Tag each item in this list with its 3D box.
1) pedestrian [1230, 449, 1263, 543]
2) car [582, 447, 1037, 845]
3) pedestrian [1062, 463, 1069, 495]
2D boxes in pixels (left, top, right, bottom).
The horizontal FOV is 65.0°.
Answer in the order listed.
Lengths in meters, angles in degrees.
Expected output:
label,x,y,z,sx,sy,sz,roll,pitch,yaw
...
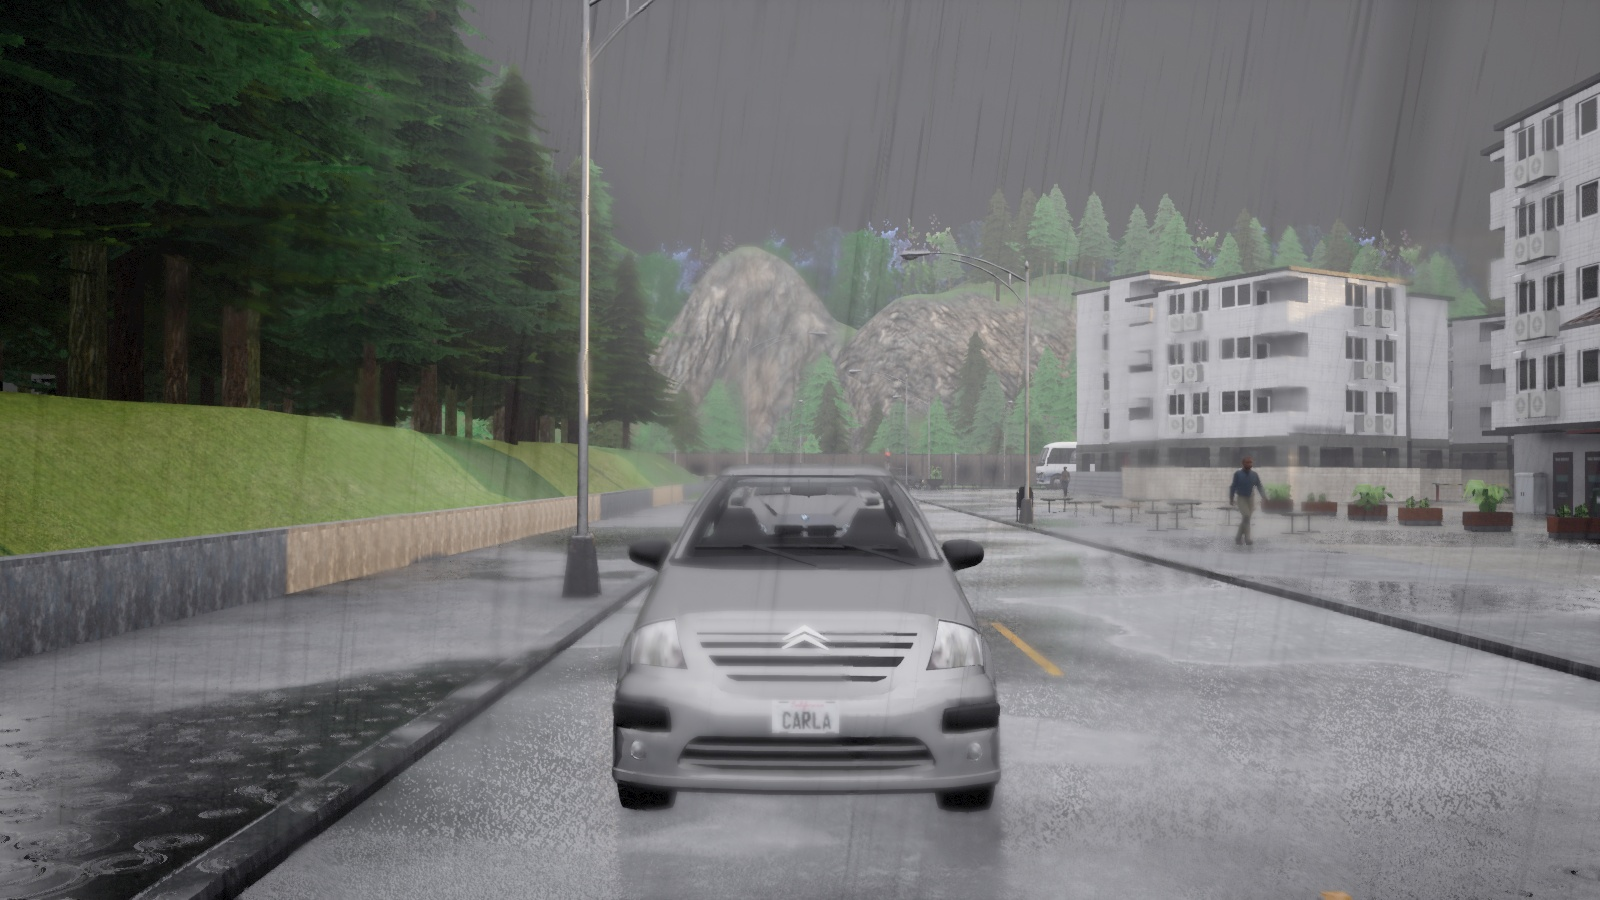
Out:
label,x,y,z,sx,sy,sz,roll,pitch,yaw
pedestrian,8.885,0.908,25.016,0.370,1.835,0.726,0,-1,0
car,0.044,0.832,7.120,1.851,1.617,3.988,0,-1,0
pedestrian,15.233,1.670,72.005,0.328,1.805,0.869,0,-1,9
